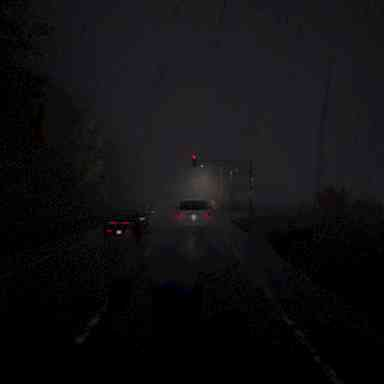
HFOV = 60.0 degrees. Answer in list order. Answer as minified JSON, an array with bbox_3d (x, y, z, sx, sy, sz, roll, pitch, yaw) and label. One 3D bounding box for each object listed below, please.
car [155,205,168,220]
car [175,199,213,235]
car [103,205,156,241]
[{"bbox_3d":[-3.395,1.918,32.072,1.994,1.385,4.181,0,-1,0],"label":"car"},{"bbox_3d":[0.103,1.448,20.532,2.150,2.045,5.566,0,-1,0],"label":"car"},{"bbox_3d":[-3.396,1.690,17.898,2.128,1.511,4.902,0,-1,0],"label":"car"}]
